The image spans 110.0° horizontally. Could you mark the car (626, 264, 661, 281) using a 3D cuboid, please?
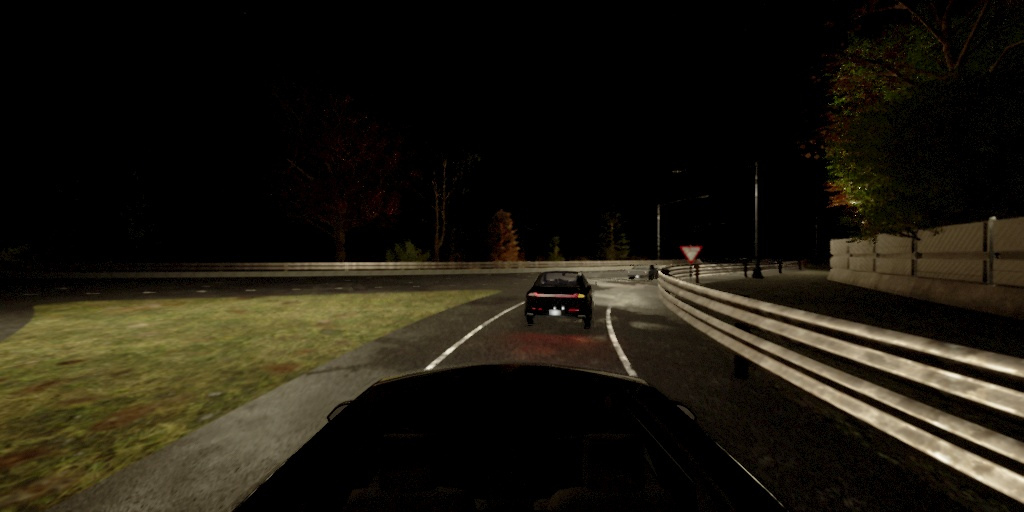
[{"bbox_3d":[11.255,1.302,29.634,1.895,1.301,4.718,0,0,41],"label":"car"}]

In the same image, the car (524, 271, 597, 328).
[{"bbox_3d":[1.630,1.218,11.465,2.128,1.511,4.902,0,0,13],"label":"car"}]
